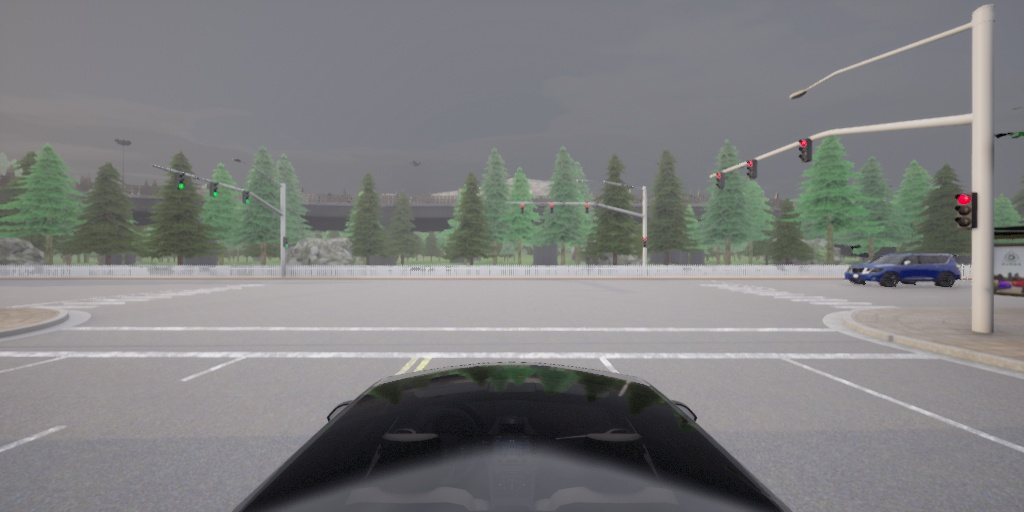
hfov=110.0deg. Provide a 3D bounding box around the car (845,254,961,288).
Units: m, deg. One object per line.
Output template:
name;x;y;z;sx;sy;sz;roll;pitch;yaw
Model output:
car;23.956;0.869;22.080;5.566;2.045;2.150;0;0;0
